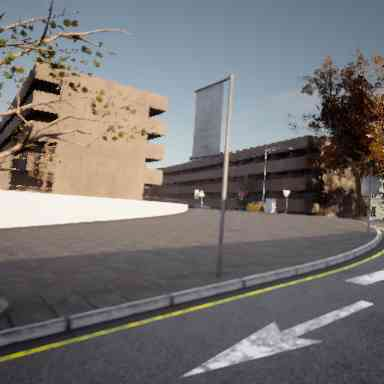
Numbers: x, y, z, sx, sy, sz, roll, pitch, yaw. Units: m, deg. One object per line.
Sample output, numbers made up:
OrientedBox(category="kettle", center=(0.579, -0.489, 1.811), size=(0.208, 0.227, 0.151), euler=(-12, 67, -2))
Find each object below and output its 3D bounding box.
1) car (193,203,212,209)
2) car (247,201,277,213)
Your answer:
OrientedBox(category="car", center=(1.885, 2.760, 59.721), size=(2.128, 1.511, 4.902), euler=(5, -6, -25))
OrientedBox(category="car", center=(9.190, 2.012, 43.755), size=(1.882, 1.535, 5.008), euler=(5, -2, -23))
